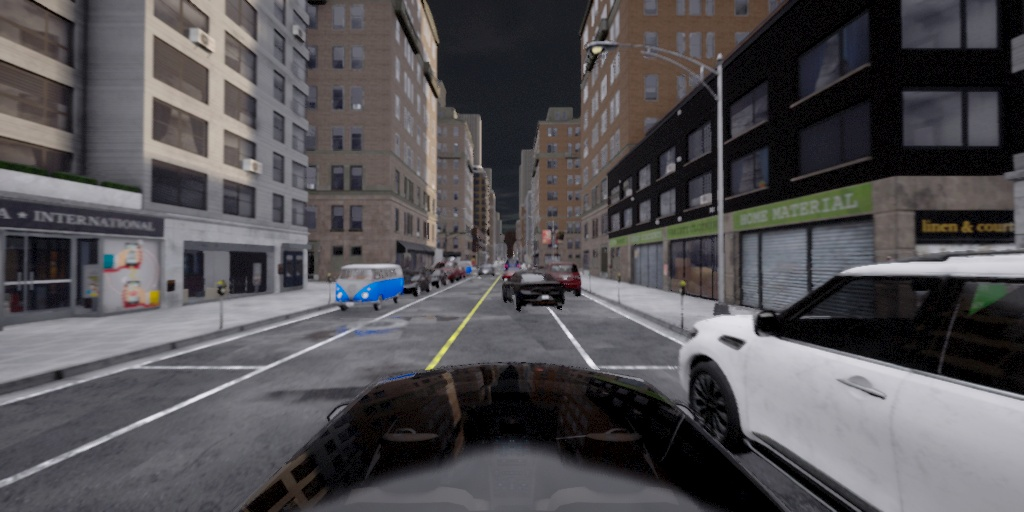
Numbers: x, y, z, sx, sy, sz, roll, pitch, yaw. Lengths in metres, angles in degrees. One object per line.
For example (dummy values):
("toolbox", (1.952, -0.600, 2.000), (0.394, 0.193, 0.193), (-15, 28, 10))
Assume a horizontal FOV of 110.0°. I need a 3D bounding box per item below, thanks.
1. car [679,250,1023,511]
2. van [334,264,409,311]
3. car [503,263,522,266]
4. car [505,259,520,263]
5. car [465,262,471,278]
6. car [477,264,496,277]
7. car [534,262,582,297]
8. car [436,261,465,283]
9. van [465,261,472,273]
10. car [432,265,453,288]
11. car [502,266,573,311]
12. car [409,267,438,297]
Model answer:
("car", (3.105, 0.982, 2.022), (2.150, 2.045, 5.566), (0, -1, 0))
("van", (-5.839, 1.230, 15.015), (1.690, 1.789, 3.998), (0, 0, 0))
("car", (0.153, 1.655, 34.538), (1.994, 1.385, 4.181), (0, -1, -1))
("car", (0.080, 1.425, 45.550), (2.150, 2.045, 5.566), (0, -1, 1))
("car", (-5.804, 1.664, 37.358), (1.888, 1.381, 4.507), (0, 0, 0))
("car", (-2.983, 1.667, 42.819), (2.128, 1.511, 4.902), (0, -1, 1))
("car", (2.695, 1.263, 20.593), (2.192, 1.841, 5.009), (0, 0, 0))
("car", (-5.812, 1.377, 31.771), (2.192, 1.841, 5.009), (0, 0, 0))
("van", (-5.795, 1.517, 42.943), (1.690, 1.789, 3.998), (0, 0, 0))
("car", (-5.821, 1.571, 26.187), (1.948, 1.339, 4.313), (0, 0, 0))
("car", (0.772, 1.372, 15.447), (1.882, 1.535, 5.008), (0, -1, -10))
("car", (-5.830, 1.513, 20.600), (1.948, 1.339, 4.313), (0, 0, 0))
